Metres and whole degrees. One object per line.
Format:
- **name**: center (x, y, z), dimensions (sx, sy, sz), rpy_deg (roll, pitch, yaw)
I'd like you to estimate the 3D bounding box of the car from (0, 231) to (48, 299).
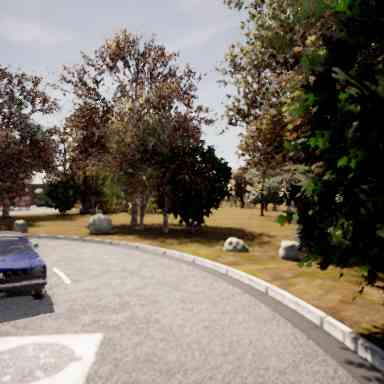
- **car**: center (-4.792, 1.677, 8.102), dimensions (1.895, 1.301, 4.718), rpy_deg (1, -1, -32)
